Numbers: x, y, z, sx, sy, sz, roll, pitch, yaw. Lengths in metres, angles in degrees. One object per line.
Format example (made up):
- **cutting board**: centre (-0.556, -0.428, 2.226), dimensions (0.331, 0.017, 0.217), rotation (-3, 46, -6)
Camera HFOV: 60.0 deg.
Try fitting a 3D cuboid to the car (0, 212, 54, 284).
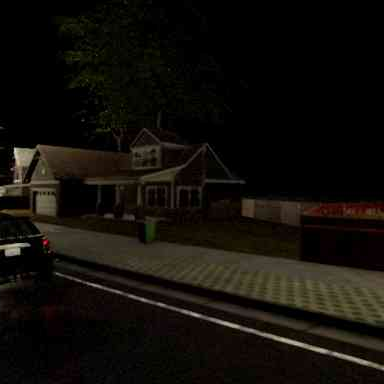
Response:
- **car**: centre (-5.495, 1.289, 8.471), dimensions (4.553, 1.767, 2.097), rotation (1, 0, 39)
